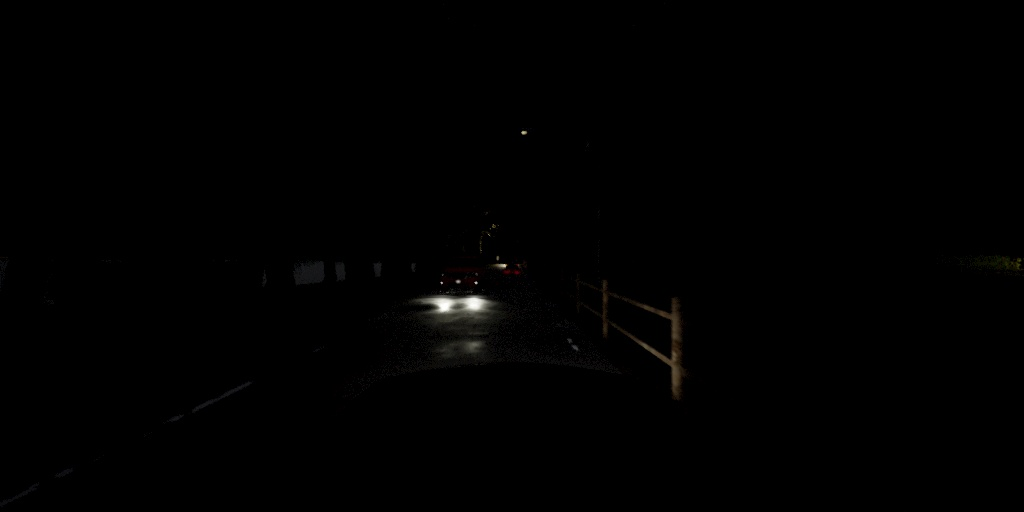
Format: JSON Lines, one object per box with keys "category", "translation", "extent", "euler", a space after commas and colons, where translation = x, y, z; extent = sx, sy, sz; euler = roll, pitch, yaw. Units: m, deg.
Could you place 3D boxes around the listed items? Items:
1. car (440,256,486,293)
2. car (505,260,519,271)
{"category": "car", "translation": [-2.784, 0.998, 21.509], "extent": [2.150, 2.045, 5.566], "euler": [0, 0, 1]}
{"category": "car", "translation": [-0.004, 1.413, 52.098], "extent": [1.812, 1.442, 4.674], "euler": [0, 0, 0]}
